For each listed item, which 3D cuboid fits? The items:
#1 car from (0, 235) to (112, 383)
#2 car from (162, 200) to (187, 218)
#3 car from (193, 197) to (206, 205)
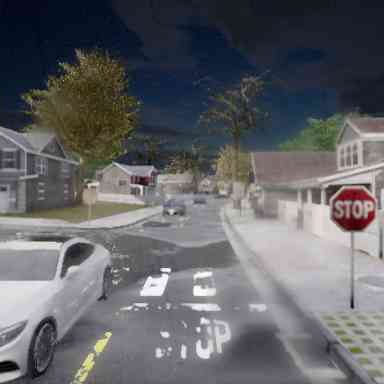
[{"bbox_3d":[-2.664,1.527,5.627,1.812,1.442,4.674,0,0,1],"label":"car"},{"bbox_3d":[-1.531,1.472,30.430,2.128,1.511,4.902,0,0,4],"label":"car"},{"bbox_3d":[1.409,1.542,57.647,2.033,1.411,5.357,0,0,8],"label":"car"}]
